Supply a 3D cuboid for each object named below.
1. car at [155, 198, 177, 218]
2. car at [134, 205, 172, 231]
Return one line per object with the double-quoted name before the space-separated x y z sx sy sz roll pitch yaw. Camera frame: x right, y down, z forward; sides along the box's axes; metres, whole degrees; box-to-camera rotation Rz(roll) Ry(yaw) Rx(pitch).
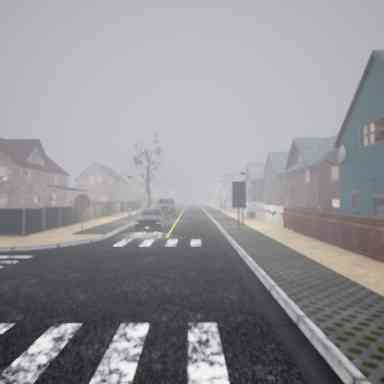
"car" -2.759 1.660 36.011 2.150 2.045 5.566 0 0 0
"car" -2.757 1.851 23.258 2.033 1.411 5.357 0 -1 0
